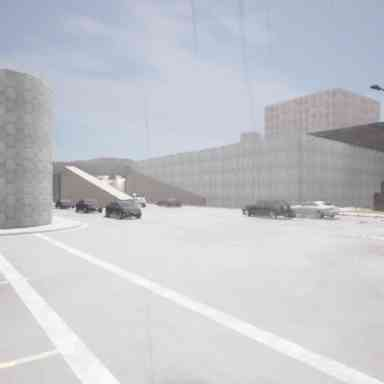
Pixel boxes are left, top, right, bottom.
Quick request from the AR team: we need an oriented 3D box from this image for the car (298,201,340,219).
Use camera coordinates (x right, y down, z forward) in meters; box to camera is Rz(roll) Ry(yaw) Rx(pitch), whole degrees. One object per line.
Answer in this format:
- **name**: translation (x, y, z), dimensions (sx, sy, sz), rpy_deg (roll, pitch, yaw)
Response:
- **car**: translation (10.775, 1.557, 29.681), dimensions (1.812, 1.442, 4.674), rpy_deg (0, 0, -35)

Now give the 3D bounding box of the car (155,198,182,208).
- **car**: translation (-3.650, 1.579, 50.346), dimensions (2.033, 1.411, 5.357), rpy_deg (0, 0, -35)

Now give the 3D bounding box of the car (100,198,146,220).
- **car**: translation (-6.009, 1.520, 28.931), dimensions (1.837, 1.490, 4.892), rpy_deg (0, 0, -35)

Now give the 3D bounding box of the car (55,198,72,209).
- **car**: translation (-17.097, 1.539, 44.808), dimensions (1.812, 1.442, 4.674), rpy_deg (0, 0, -35)

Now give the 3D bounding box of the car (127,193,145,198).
- **car**: translation (-9.210, 1.249, 52.191), dimensions (2.150, 2.045, 5.566), rpy_deg (0, 0, -35)

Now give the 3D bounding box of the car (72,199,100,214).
- **car**: translation (-11.297, 1.519, 36.499), dimensions (1.837, 1.490, 4.892), rpy_deg (0, 0, -35)

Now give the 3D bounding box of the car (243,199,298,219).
- **car**: translation (6.602, 1.380, 29.566), dimensions (2.097, 1.767, 4.553), rpy_deg (0, 0, -35)
